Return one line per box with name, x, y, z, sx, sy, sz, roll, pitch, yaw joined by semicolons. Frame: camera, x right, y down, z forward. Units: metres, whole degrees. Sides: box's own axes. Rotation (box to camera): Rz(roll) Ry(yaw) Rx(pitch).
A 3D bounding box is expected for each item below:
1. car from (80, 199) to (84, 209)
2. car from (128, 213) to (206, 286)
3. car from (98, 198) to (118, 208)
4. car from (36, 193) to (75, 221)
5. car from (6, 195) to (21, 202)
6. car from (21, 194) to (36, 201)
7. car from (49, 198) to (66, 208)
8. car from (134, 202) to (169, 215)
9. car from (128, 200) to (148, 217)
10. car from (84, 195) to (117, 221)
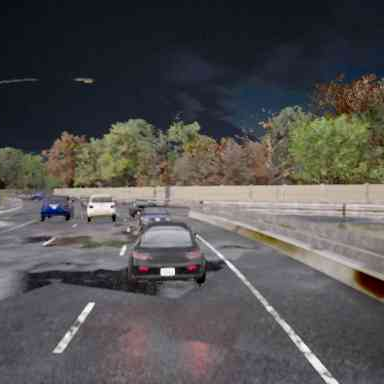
car;-14.427;1.584;46.336;2.033;1.411;5.357;0;0;-25
car;-0.697;1.531;9.347;1.812;1.442;4.674;0;0;-5
car;-12.981;1.602;51.152;1.994;1.385;4.181;0;0;-27
car;-11.150;1.248;27.763;2.150;2.045;5.566;0;0;-15
car;-43.189;1.459;78.705;4.902;1.511;2.128;0;0;39
car;-40.882;1.472;81.338;5.357;1.411;2.033;0;0;39
car;-20.224;1.643;49.991;1.895;1.301;4.718;0;0;-28
car;-2.328;1.561;20.565;2.033;1.411;5.357;0;0;-10
car;-4.843;1.525;30.983;1.837;1.490;4.892;0;0;-16
car;-7.392;1.245;27.305;2.150;2.045;5.566;0;0;-15
